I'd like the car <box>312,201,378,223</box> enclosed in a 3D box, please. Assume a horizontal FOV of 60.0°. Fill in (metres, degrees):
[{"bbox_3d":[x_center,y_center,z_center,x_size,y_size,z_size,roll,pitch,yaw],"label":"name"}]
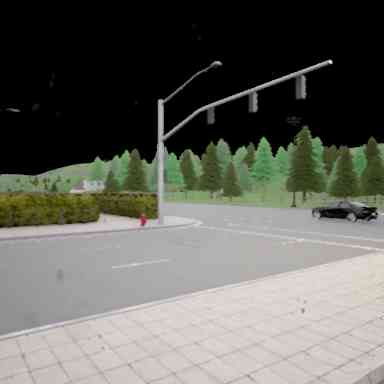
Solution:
[{"bbox_3d":[11.586,1.427,25.602,1.882,1.535,5.008,0,0,-30],"label":"car"}]
